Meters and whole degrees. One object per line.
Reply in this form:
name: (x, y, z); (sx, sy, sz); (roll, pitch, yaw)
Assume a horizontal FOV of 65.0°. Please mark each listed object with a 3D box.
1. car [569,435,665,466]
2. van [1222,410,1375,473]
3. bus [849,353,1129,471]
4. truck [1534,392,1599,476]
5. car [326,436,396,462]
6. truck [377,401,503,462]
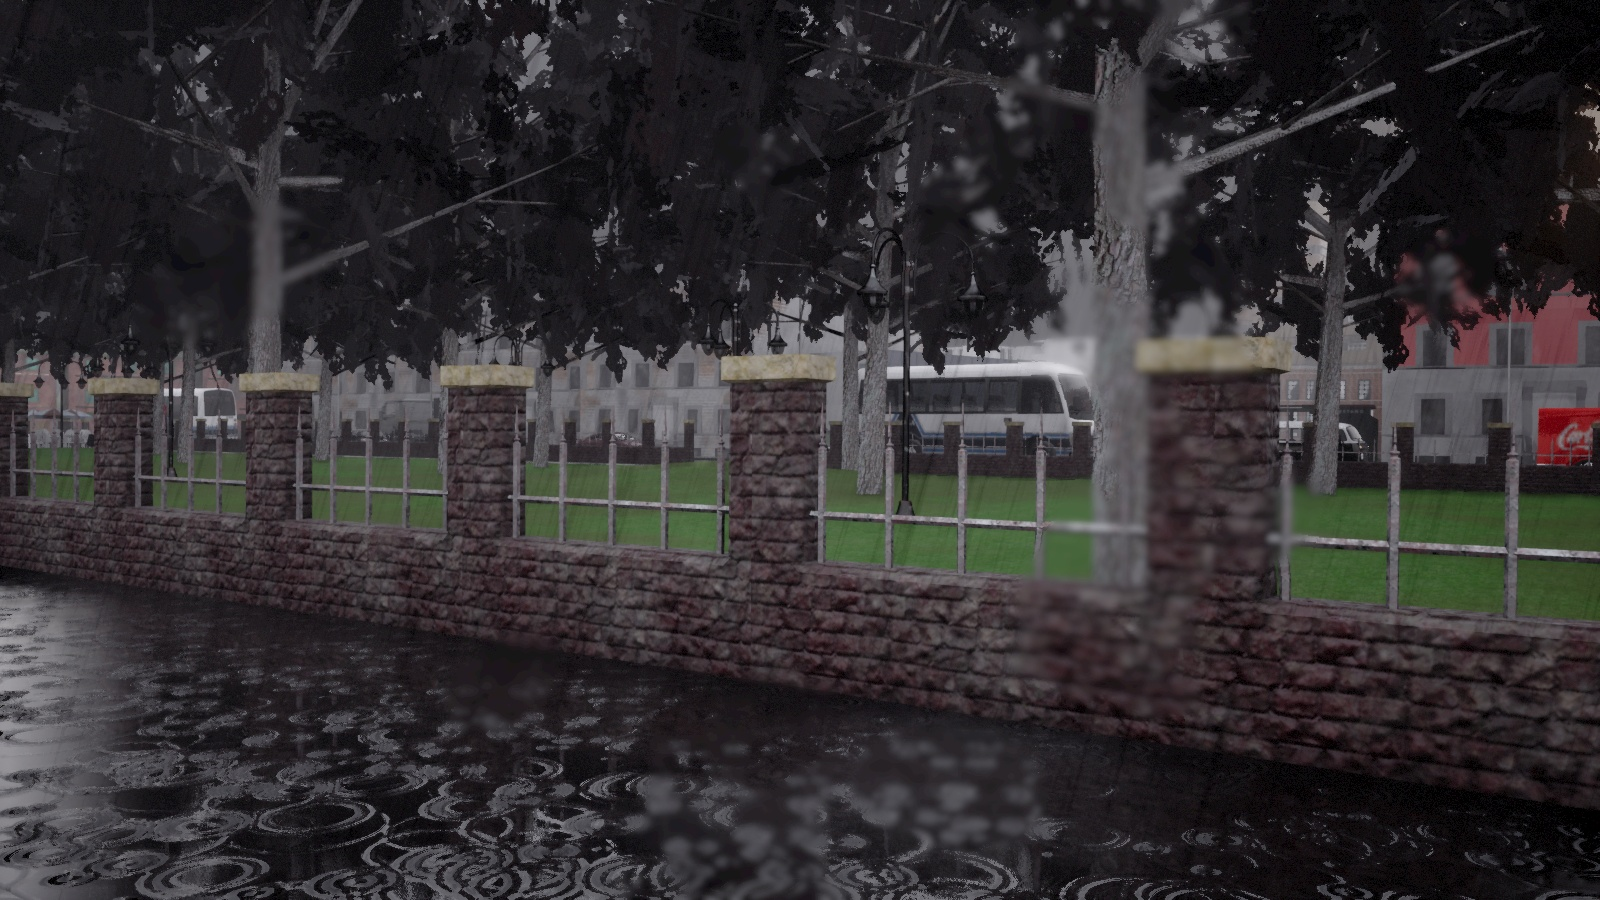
car: (-8.956, 0.001, 61.315); (4.674, 1.442, 1.812); (0, 1, 36)
van: (16.983, -0.284, 42.855); (4.480, 2.038, 2.069); (0, 1, 35)
bus: (7.328, -1.390, 49.699); (10.273, 4.253, 3.944); (0, 1, 35)
truck: (24.907, -0.489, 37.226); (5.204, 2.467, 2.627); (0, 1, 36)
car: (-25.586, -0.070, 73.117); (3.806, 1.475, 1.970); (0, 1, 35)
truck: (-21.641, -1.081, 75.203); (7.936, 3.462, 2.891); (0, 1, 35)
